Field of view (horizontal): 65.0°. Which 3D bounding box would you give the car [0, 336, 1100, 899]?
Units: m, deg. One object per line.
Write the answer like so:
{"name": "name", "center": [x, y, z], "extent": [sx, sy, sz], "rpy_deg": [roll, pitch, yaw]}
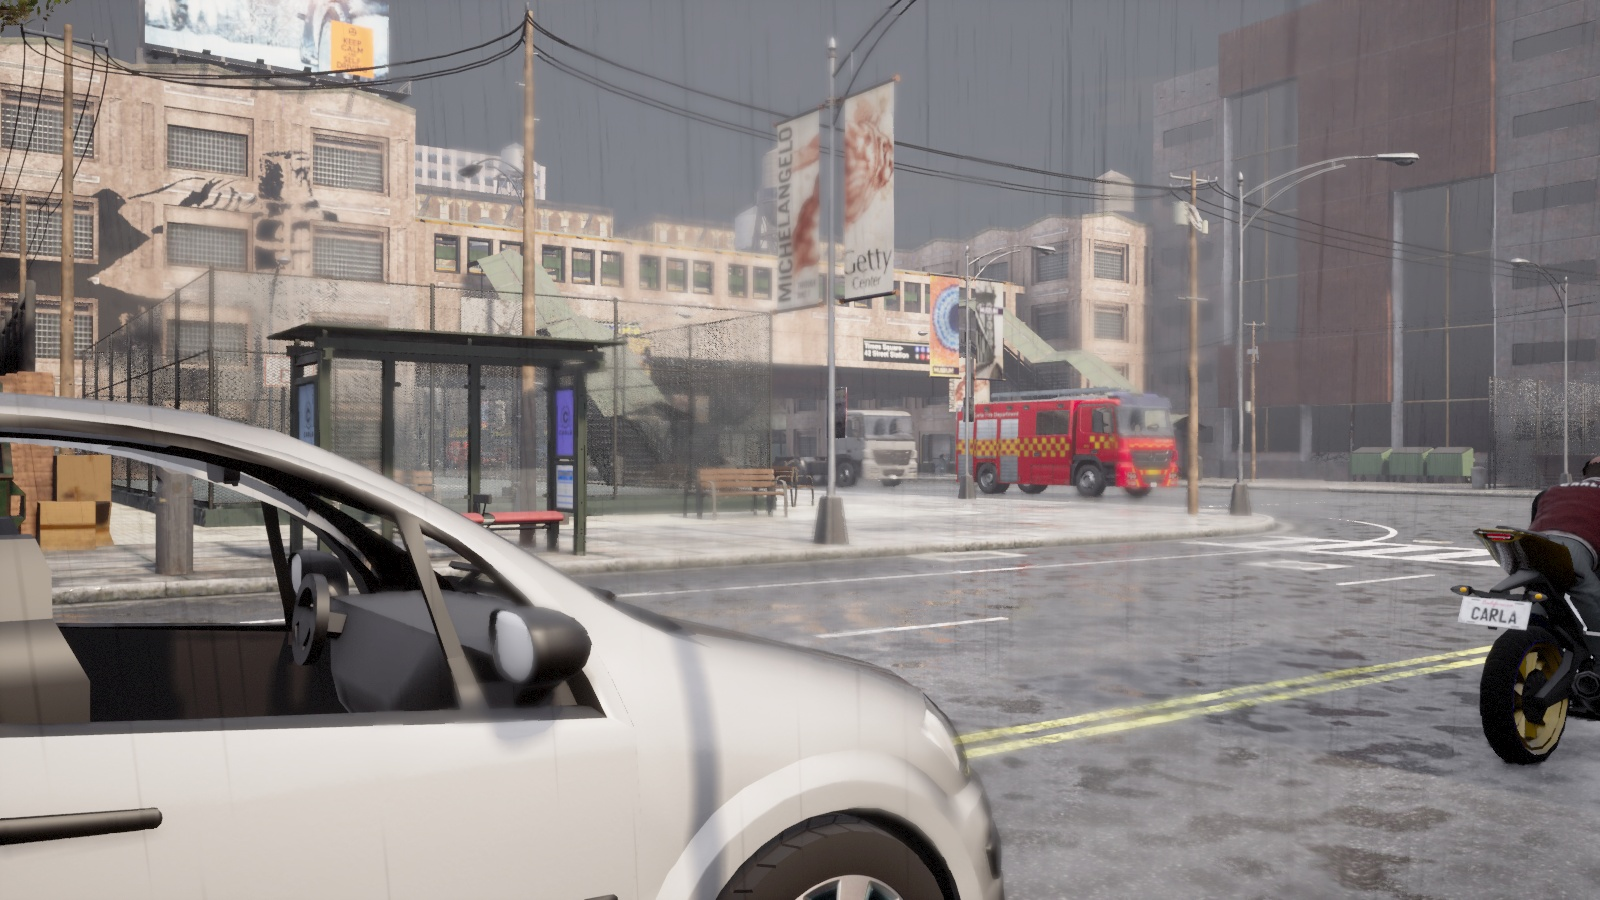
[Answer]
{"name": "car", "center": [-1.441, 0.653, 2.657], "extent": [3.988, 1.617, 1.851], "rpy_deg": [0, 0, -35]}

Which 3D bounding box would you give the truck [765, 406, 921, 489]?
{"name": "truck", "center": [1.799, -0.102, 56.736], "extent": [2.891, 3.462, 7.936], "rpy_deg": [0, 0, -34]}

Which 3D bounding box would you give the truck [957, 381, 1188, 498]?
{"name": "truck", "center": [9.601, -0.329, 45.341], "extent": [2.891, 3.827, 8.468], "rpy_deg": [0, 0, -34]}

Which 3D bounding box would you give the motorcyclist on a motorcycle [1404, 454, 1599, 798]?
{"name": "motorcyclist on a motorcycle", "center": [4.185, 0.787, 6.582], "extent": [2.191, 1.530, 0.866], "rpy_deg": [0, 0, -35]}
